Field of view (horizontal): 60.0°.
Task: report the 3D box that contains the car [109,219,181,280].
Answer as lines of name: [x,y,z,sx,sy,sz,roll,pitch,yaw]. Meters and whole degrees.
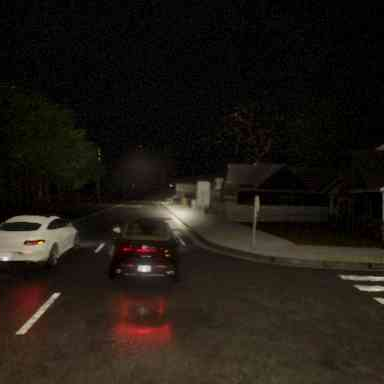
car: [-1.408,1.587,10.310,1.837,1.490,4.892,3,-1,-7]

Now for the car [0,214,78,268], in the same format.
car: [-5.010,1.450,10.756,1.812,1.442,4.674,2,0,-7]
